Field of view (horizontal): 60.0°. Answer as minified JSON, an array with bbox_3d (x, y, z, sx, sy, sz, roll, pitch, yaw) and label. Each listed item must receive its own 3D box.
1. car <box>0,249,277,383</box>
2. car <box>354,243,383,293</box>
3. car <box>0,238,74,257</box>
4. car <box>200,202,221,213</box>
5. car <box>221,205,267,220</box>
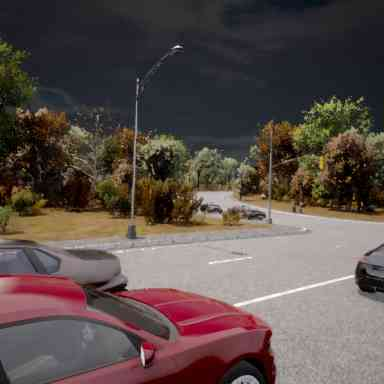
[{"bbox_3d":[-1.413,1.479,2.737,5.008,1.535,1.882,0,0,-36],"label":"car"},{"bbox_3d":[5.734,1.664,7.893,4.181,1.385,1.994,1,-1,-35],"label":"car"},{"bbox_3d":[-3.806,1.546,5.582,5.357,1.411,2.033,0,0,-35],"label":"car"},{"bbox_3d":[2.508,2.079,44.727,1.994,1.385,4.181,3,0,-19],"label":"car"},{"bbox_3d":[5.749,2.175,36.024,2.033,1.411,5.357,3,-1,-26],"label":"car"}]
